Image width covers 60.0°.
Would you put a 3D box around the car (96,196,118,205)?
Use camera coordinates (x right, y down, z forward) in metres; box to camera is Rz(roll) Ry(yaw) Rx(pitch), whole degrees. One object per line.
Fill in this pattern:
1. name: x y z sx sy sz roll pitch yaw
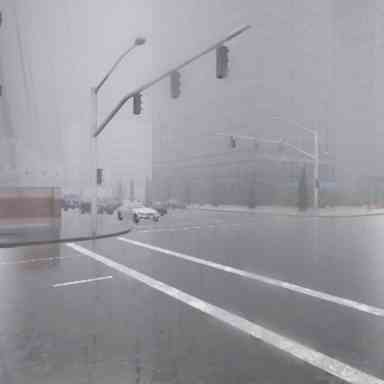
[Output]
1. car: -15.283 1.489 59.615 2.128 1.511 4.902 0 0 -36

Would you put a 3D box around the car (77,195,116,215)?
1. car: -9.518 1.351 33.187 2.097 1.767 4.553 0 0 -36

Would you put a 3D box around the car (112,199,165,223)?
1. car: -4.294 1.525 25.887 1.812 1.442 4.674 0 0 -36

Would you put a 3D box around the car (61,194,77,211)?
1. car: -15.112 1.220 41.003 2.150 2.045 5.566 0 0 -36

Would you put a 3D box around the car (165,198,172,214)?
1. car: -4.402 1.546 32.049 2.033 1.411 5.357 0 0 -36

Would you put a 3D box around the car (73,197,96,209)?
1. car: -15.406 1.524 47.447 1.812 1.442 4.674 0 0 -35

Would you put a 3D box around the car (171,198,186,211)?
1. car: -2.489 1.524 41.727 1.812 1.442 4.674 0 0 -35

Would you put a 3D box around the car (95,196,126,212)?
1. car: -9.779 1.351 39.563 2.097 1.767 4.553 0 0 -36
